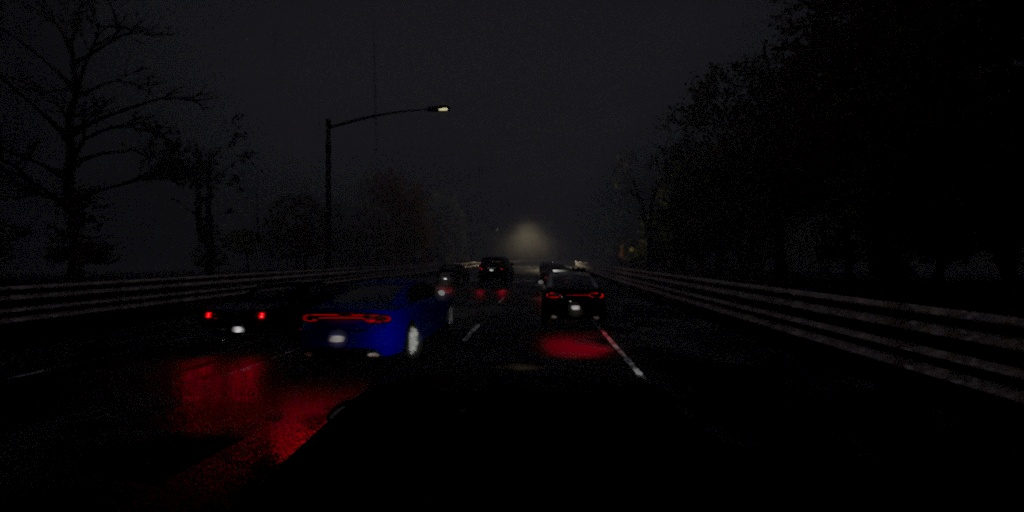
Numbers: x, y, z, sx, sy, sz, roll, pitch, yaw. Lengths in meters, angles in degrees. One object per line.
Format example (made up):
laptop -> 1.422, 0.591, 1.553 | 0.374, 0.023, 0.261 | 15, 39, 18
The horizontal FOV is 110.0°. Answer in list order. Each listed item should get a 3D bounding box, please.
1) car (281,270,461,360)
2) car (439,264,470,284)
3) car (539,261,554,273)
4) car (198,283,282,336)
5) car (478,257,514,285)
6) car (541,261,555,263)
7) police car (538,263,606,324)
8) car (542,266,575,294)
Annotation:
car -> -2.777, 1.267, 8.559 | 1.882, 1.535, 5.008 | 0, 0, 4
car -> -4.582, 1.398, 28.385 | 1.837, 1.490, 4.892 | 0, 0, 6
car -> 4.908, 1.468, 50.522 | 1.882, 1.535, 5.008 | 0, 0, 8
car -> -6.155, 1.409, 10.496 | 1.895, 1.301, 4.718 | 0, 0, 4
car -> -1.148, 1.101, 27.602 | 2.150, 2.045, 5.566 | 0, 0, 6
car -> 3.349, 1.376, 28.014 | 1.837, 1.490, 4.892 | 0, 0, 6
police car -> 1.947, 1.220, 12.388 | 1.930, 1.638, 5.238 | 0, 0, 5
car -> 2.783, 1.367, 22.116 | 1.812, 1.442, 4.674 | 0, 0, 5
